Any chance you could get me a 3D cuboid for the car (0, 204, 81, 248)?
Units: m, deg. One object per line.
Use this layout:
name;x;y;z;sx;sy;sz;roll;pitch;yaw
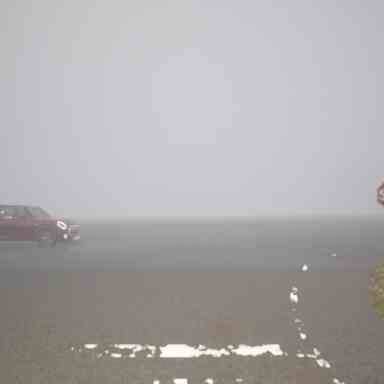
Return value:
car;-7.244;1.332;14.512;4.553;1.767;2.097;2;-2;0
